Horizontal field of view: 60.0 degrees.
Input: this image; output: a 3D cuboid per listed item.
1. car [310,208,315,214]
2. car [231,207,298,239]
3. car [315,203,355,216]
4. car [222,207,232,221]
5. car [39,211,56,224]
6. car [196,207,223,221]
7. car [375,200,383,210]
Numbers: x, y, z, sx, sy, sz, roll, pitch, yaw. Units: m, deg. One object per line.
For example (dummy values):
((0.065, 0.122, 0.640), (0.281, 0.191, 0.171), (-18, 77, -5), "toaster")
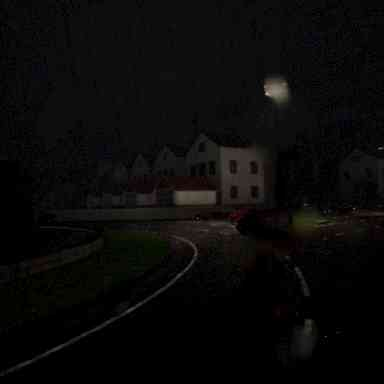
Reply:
((17.672, 2.241, 43.548), (4.718, 1.301, 1.895), (-1, -2, -32), "car")
((4.472, 1.764, 20.433), (2.097, 1.767, 4.553), (-1, -2, -16), "car")
((17.170, 2.043, 39.120), (4.892, 1.490, 1.837), (-2, -1, -32), "car")
((5.874, 2.238, 33.728), (4.674, 1.442, 1.812), (-1, -2, -20), "car")
((-16.761, 2.857, 33.690), (4.674, 1.442, 1.812), (-2, -2, 6), "car")
((3.149, 2.403, 36.416), (5.357, 1.411, 2.033), (-1, -1, -17), "car")
((30.550, 1.992, 51.892), (4.902, 1.511, 2.128), (-1, -2, -33), "car")
